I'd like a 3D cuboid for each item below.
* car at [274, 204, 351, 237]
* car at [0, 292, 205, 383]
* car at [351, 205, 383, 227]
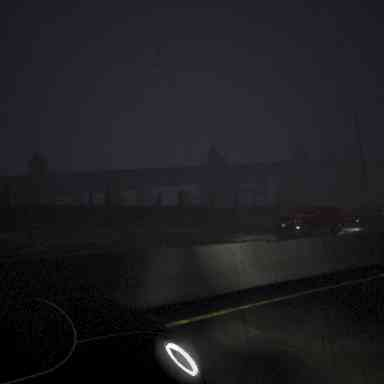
[{"bbox_3d":[8.039,1.861,22.582,5.566,2.045,2.150,3,-2,-35],"label":"car"},{"bbox_3d":[-2.061,1.352,2.276,4.553,1.767,2.097,1,0,-36],"label":"car"},{"bbox_3d":[16.981,2.358,33.196,5.566,2.045,2.150,3,-2,-35],"label":"car"}]
